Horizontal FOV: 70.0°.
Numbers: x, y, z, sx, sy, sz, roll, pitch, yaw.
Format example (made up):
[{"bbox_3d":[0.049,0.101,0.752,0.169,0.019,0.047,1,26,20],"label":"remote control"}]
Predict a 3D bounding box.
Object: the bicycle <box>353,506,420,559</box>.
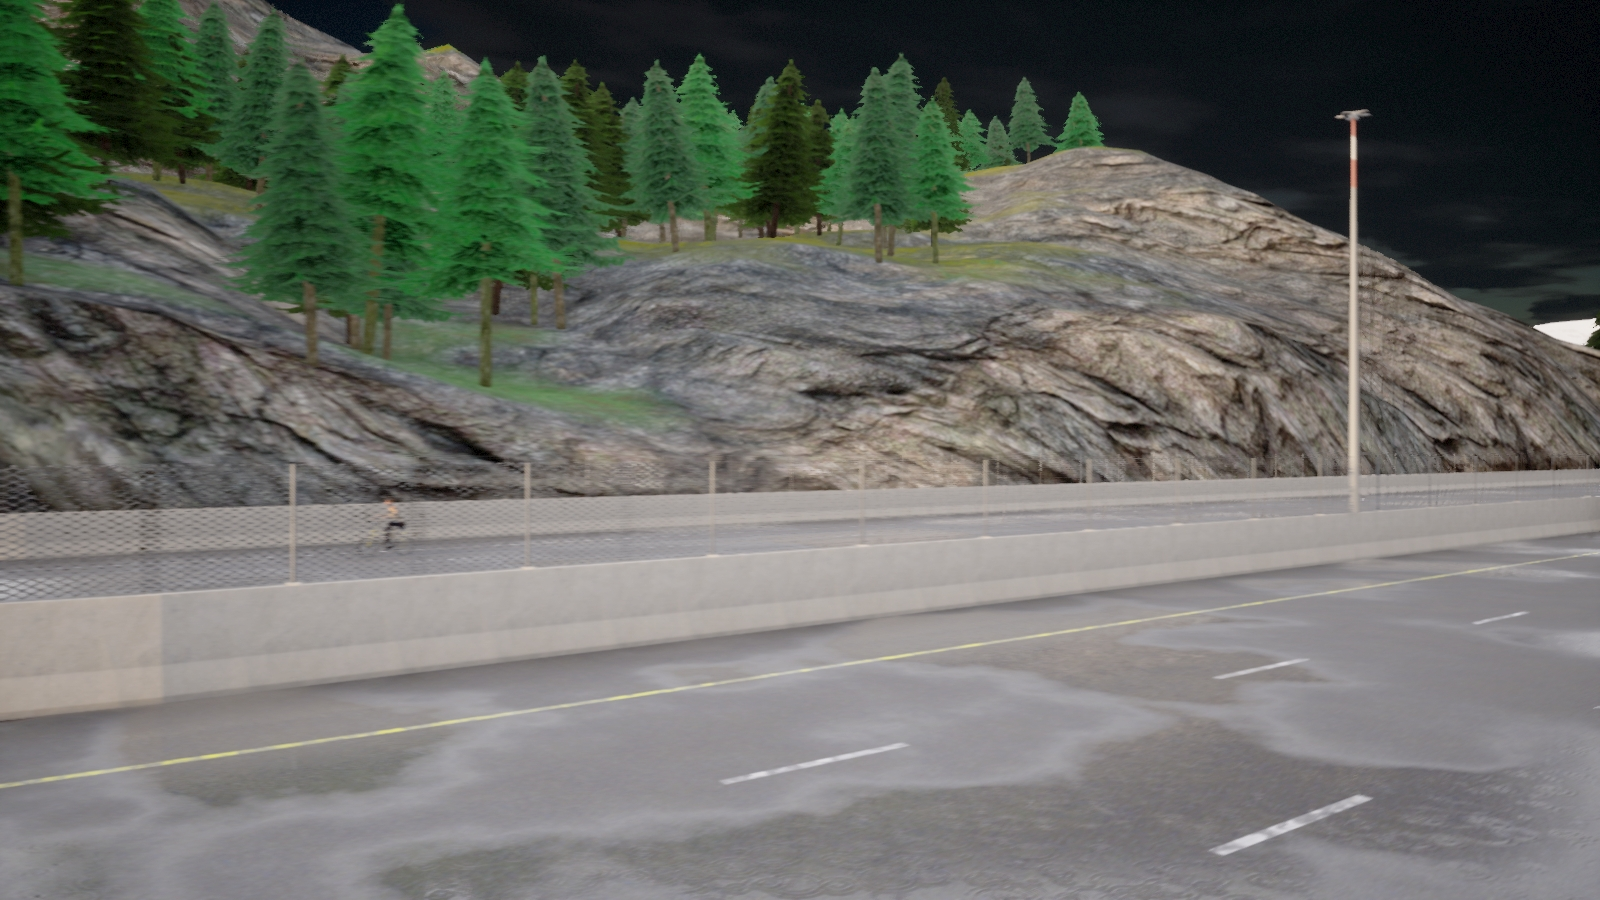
[{"bbox_3d":[-10.994,2.187,30.379,1.487,1.295,0.859,0,0,-37],"label":"bicycle"}]
